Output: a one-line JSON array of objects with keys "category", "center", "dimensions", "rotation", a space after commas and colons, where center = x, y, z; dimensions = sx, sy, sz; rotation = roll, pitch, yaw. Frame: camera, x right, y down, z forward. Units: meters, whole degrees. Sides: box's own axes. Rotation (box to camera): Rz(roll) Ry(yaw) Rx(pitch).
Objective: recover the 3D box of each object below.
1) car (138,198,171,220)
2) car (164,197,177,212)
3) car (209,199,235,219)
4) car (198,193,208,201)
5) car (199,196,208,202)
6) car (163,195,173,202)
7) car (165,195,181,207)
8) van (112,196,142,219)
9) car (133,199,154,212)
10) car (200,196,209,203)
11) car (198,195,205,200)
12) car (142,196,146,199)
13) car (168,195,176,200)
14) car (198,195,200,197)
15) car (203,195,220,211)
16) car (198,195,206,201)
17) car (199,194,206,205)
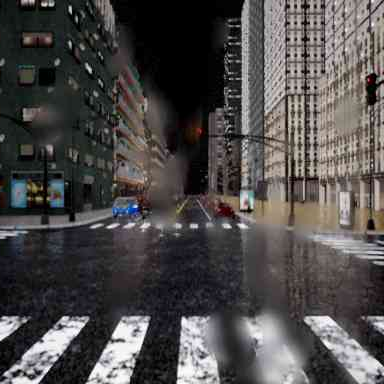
[{"category": "car", "center": [-3.086, 1.494, 28.539], "dimensions": [1.837, 1.490, 4.892], "rotation": [0, 0, 0]}, {"category": "car", "center": [-3.084, 1.588, 38.414], "dimensions": [1.895, 1.301, 4.718], "rotation": [0, 0, 0]}, {"category": "car", "center": [2.701, 1.571, 28.589], "dimensions": [1.802, 1.307, 4.206], "rotation": [0, 0, 0]}, {"category": "car", "center": [2.709, 1.314, 83.866], "dimensions": [2.192, 1.841, 5.009], "rotation": [0, 0, 0]}, {"category": "car", "center": [2.707, 1.578, 78.338], "dimensions": [1.802, 1.307, 4.206], "rotation": [0, 0, 0]}, {"category": "car", "center": [-5.673, 1.436, 78.340], "dimensions": [1.967, 1.590, 4.097], "rotation": [0, 0, 0]}, {"category": "car", "center": [-3.090, 1.551, 48.395], "dimensions": [1.994, 1.385, 4.181], "rotation": [0, 0, -1]}, {"category": "van", "center": [-5.678, 1.330, 28.592], "dimensions": [1.690, 1.788, 3.998], "rotation": [0, 0, 0]}, {"category": "car", "center": [-5.678, 1.532, 39.648], "dimensions": [1.887, 1.381, 4.507], "rotation": [0, 0, 0]}, {"category": "car", "center": [2.706, 1.538, 72.811], "dimensions": [1.887, 1.381, 4.507], "rotation": [0, 0, 0]}, {"category": "car", "center": [2.708, 1.588, 94.921], "dimensions": [1.802, 1.307, 4.206], "rotation": [0, 0, 0]}, {"category": "car", "center": [-5.677, 1.303, 34.119], "dimensions": [2.192, 1.841, 5.009], "rotation": [0, 0, 0]}, {"category": "car", "center": [-5.672, 1.572, 94.923], "dimensions": [1.947, 1.339, 4.313], "rotation": [0, 0, 0]}, {"category": "car", "center": [2.706, 1.542, 67.283], "dimensions": [2.008, 1.369, 4.403], "rotation": [0, 0, 0]}, {"category": "car", "center": [2.704, 1.427, 39.645], "dimensions": [1.967, 1.590, 4.097], "rotation": [0, 0, 0]}, {"category": "car", "center": [2.708, 1.553, 89.393], "dimensions": [2.008, 1.369, 4.403], "rotation": [0, 0, 0]}, {"category": "car", "center": [2.705, 1.428, 56.228], "dimensions": [1.967, 1.590, 4.097], "rotation": [0, 0, 0]}]
